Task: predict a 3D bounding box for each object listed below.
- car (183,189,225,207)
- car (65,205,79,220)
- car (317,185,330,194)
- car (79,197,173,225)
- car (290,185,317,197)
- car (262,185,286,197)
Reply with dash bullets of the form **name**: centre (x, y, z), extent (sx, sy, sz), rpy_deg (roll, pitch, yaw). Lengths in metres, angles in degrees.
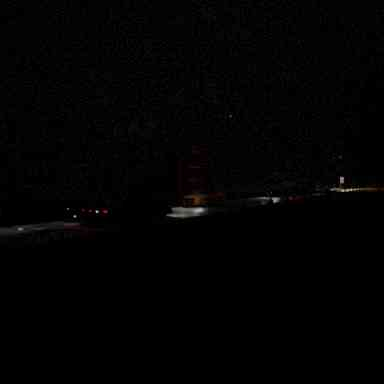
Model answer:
- **car**: centre (1.163, 0.459, 30.324), extent (1.882, 1.535, 5.008), rpy_deg (0, 2, 36)
- **car**: centre (-5.490, 1.007, 20.966), extent (1.895, 1.301, 4.718), rpy_deg (0, 2, 36)
- **car**: centre (20.394, -0.479, 52.457), extent (1.994, 1.385, 4.181), rpy_deg (0, 2, 35)
- **car**: centre (-3.386, 0.966, 19.009), extent (2.033, 1.411, 5.357), rpy_deg (0, 2, 35)
- **car**: centre (14.461, -0.203, 44.024), extent (2.128, 1.511, 4.902), rpy_deg (0, 2, 36)
- **car**: centre (10.879, -0.110, 43.924), extent (1.837, 1.490, 4.892), rpy_deg (0, 1, 36)
